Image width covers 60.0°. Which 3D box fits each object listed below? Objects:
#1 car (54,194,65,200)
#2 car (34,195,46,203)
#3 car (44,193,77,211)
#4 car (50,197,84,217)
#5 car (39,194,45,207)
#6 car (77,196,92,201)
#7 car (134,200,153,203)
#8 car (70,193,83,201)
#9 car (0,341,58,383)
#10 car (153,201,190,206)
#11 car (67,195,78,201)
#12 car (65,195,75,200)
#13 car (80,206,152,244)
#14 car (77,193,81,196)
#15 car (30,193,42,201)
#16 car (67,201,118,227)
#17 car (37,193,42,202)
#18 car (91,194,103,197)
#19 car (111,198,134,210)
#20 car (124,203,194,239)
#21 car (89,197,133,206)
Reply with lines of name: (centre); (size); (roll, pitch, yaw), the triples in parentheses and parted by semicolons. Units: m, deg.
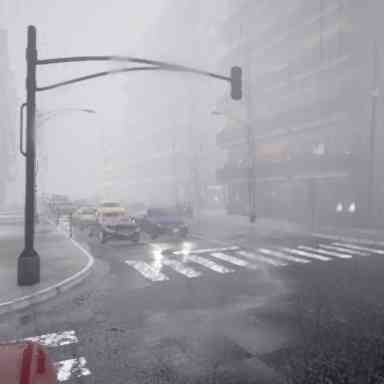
car: (-34.354, 1.349, 86.046); (2.128, 1.511, 4.902); (1, 0, -28)
car: (-29.680, 1.388, 64.979); (1.947, 1.339, 4.313); (2, -1, -28)
car: (-14.107, 1.239, 35.422); (2.192, 1.841, 5.009); (2, -1, -28)
car: (-11.518, 1.487, 30.494); (1.887, 1.381, 4.507); (2, -1, -28)
car: (-19.222, 1.415, 45.122); (1.752, 1.417, 4.829); (2, -1, -28)
car: (-12.694, 1.511, 38.298); (1.994, 1.385, 4.181); (1, 0, -28)
car: (-4.088, 1.587, 34.369); (2.008, 1.369, 4.403); (2, -1, -28)
car: (-27.433, 1.198, 78.708); (2.192, 1.841, 5.009); (2, -1, -28)
car: (-3.006, 1.483, 0.994); (5.008, 1.535, 1.882); (1, -1, -27)
car: (-1.491, 1.494, 29.444); (1.967, 1.590, 4.097); (2, -1, -28)
car: (-30.033, 1.418, 83.633); (2.008, 1.369, 4.403); (2, -1, -28)
car: (-32.628, 1.417, 88.560); (1.947, 1.339, 4.313); (2, -1, -28)
car: (-3.734, 1.549, 15.714); (2.008, 1.369, 4.403); (2, -1, -28)
car: (-22.249, 1.466, 68.854); (2.008, 1.369, 4.403); (2, -1, -28)
car: (-37.457, 1.088, 79.760); (2.192, 1.841, 5.009); (2, -1, -28)
car: (-6.249, 1.505, 20.490); (1.752, 1.417, 4.829); (2, -1, -28)
car: (-21.890, 1.187, 50.201); (2.192, 1.841, 5.009); (2, -1, -28)
car: (-17.055, 1.264, 59.003); (2.192, 1.841, 5.009); (2, -1, -28)
car: (-9.355, 1.525, 44.372); (1.752, 1.417, 4.829); (2, -1, -28)
car: (-1.881, 1.549, 17.724); (1.812, 1.442, 4.674); (1, 0, -29)
car: (-6.628, 1.467, 26.751); (1.882, 1.535, 5.008); (1, 0, -28)
